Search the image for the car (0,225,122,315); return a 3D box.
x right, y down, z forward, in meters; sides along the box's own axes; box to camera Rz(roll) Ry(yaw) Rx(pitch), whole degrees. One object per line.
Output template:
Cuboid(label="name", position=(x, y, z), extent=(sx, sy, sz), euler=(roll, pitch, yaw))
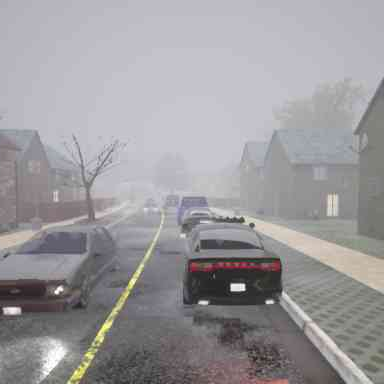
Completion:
Cuboid(label="car", position=(-2.976, 1.551, 8.069), extent=(2.033, 1.411, 5.357), euler=(0, 0, -1))

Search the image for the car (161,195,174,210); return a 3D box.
Cuboid(label="car", position=(-2.682, 1.357, 44.573), extent=(2.150, 2.045, 5.566), euler=(0, 0, -7))

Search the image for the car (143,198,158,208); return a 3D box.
Cuboid(label="car", position=(-6.301, 1.698, 50.696), extent=(1.837, 1.490, 4.892), euler=(0, 0, -8))

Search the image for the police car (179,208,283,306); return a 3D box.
Cuboid(label="police car", position=(0.721, 1.426, 8.255), extent=(1.930, 1.638, 5.238), euler=(0, 0, -1))

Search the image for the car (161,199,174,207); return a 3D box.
Cuboid(label="car", position=(-4.199, 1.815, 56.057), extent=(1.895, 1.301, 4.718), euler=(0, 0, -9))

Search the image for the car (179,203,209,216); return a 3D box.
Cuboid(label="car", position=(0.354, 1.546, 18.204), extent=(1.812, 1.442, 4.674), euler=(0, 0, -3))

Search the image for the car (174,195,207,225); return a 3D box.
Cuboid(label="car", position=(0.003, 1.263, 24.264), extent=(2.150, 2.045, 5.566), euler=(0, 0, -4))
